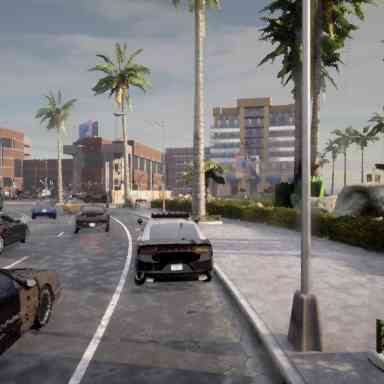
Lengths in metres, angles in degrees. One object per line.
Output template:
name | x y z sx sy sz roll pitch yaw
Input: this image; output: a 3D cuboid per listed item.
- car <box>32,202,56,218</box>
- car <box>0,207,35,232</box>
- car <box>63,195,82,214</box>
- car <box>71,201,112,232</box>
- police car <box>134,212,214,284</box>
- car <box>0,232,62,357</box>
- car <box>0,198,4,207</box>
car | -13.428 1.552 30.099 1.994 1.385 4.181 0 0 -25
car | -7.861 1.519 12.895 1.812 1.442 4.674 0 0 -10
car | -12.596 1.445 35.665 1.801 1.575 5.366 0 0 -30
car | -5.982 1.500 20.196 1.837 1.490 4.892 0 0 -15
police car | -0.655 1.424 9.771 1.930 1.638 5.238 0 0 -7
car | -3.240 1.545 3.819 2.033 1.411 5.357 0 0 -3
car | -24.322 1.296 39.677 5.566 2.045 2.150 0 0 44
